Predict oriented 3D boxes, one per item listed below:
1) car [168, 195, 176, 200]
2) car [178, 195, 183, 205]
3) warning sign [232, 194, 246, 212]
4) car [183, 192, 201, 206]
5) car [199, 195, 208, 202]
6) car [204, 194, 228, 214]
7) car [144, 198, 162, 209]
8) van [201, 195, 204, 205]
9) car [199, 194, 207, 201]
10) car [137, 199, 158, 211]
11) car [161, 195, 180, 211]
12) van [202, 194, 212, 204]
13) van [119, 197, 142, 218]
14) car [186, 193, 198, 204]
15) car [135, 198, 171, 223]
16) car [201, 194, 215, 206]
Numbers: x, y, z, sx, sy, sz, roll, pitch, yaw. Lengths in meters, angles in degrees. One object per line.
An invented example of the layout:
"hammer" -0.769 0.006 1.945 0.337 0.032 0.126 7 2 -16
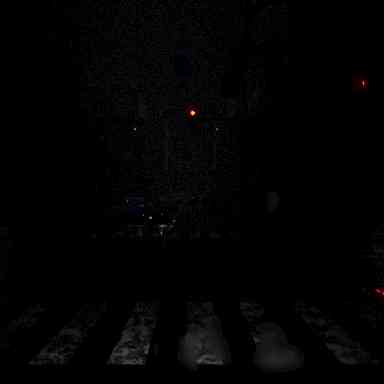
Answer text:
"car" -5.348 1.567 89.453 1.802 1.307 4.206 0 0 0
"car" -2.721 1.599 59.331 1.895 1.301 4.718 0 0 0
"warning sign" 4.959 1.111 34.930 1.300 1.860 1.060 0 0 0
"car" 0.080 1.344 55.296 2.097 1.767 4.553 0 0 0
"car" 2.703 1.512 78.808 1.752 1.417 4.829 0 0 0
"car" 2.721 1.311 35.388 2.192 1.841 5.009 0 0 0
"car" -5.382 1.539 46.203 1.887 1.381 4.507 0 0 0
"van" 2.714 1.334 51.606 1.690 1.788 3.998 0 0 0
"car" 2.701 1.426 84.043 1.967 1.590 4.097 0 0 0
"car" -5.386 1.561 40.797 1.947 1.339 4.313 0 0 0
"car" -2.826 1.472 40.129 1.882 1.535 5.008 0 0 0
"van" 2.710 1.331 62.419 1.690 1.788 3.998 0 0 0
"van" -5.394 1.338 29.984 1.690 1.788 3.998 0 0 0
"car" 0.032 1.211 65.222 2.150 2.045 5.566 0 0 0
"car" -2.840 1.500 25.242 1.837 1.490 4.892 0 1 0
"car" 2.712 1.307 57.013 2.192 1.841 5.009 0 0 0
